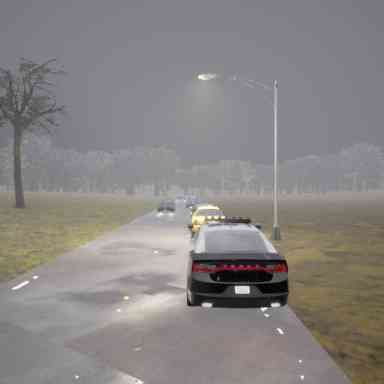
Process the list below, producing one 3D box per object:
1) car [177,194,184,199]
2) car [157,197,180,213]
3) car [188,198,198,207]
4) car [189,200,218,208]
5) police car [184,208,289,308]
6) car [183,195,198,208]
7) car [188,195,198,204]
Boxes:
[{"bbox_3d":[-2.564,1.235,81.936,1.882,1.535,5.008,0,0,0],"label":"car"},{"bbox_3d":[-2.764,1.493,37.032,2.033,1.411,5.357,0,0,0],"label":"car"},{"bbox_3d":[0.879,1.452,24.008,1.882,1.535,5.008,0,0,0],"label":"car"},{"bbox_3d":[0.866,1.438,18.197,1.801,1.575,5.366,0,0,0],"label":"car"},{"bbox_3d":[0.843,1.420,8.117,1.930,1.638,5.238,0,0,0],"label":"police car"},{"bbox_3d":[0.139,1.466,45.845,2.033,1.411,5.357,0,0,1],"label":"car"},{"bbox_3d":[0.143,1.372,63.165,1.812,1.442,4.674,0,0,0],"label":"car"}]
